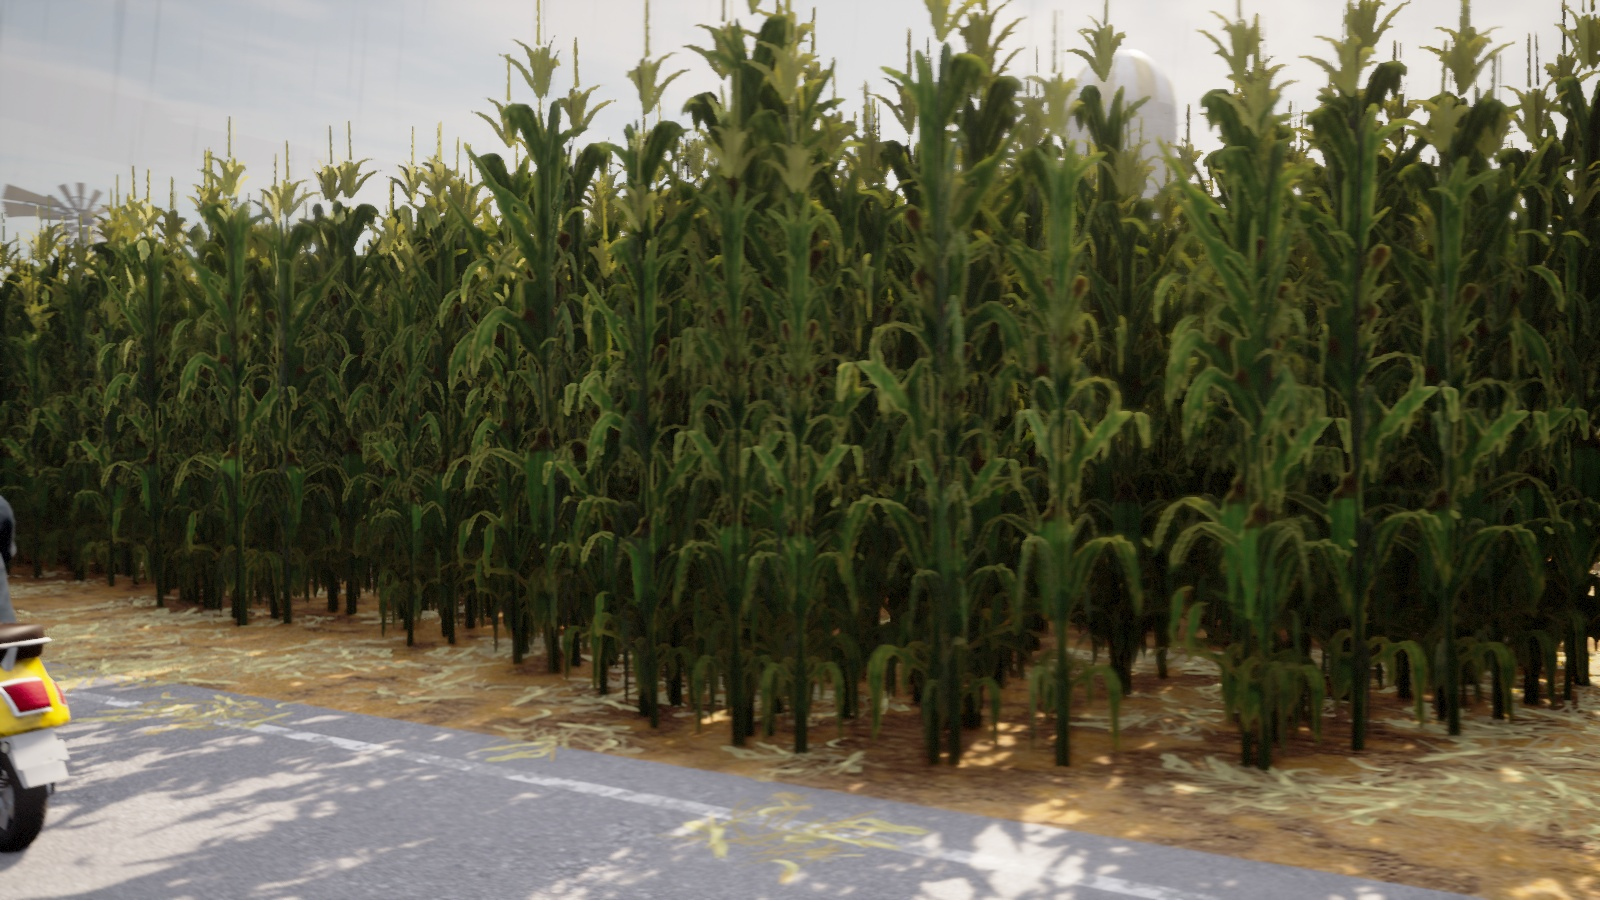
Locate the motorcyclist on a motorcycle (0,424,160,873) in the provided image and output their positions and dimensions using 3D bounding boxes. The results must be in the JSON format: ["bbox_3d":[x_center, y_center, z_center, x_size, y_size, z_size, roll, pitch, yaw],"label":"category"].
[{"bbox_3d":[-3.528,0.691,5.042,1.817,1.590,0.866,1,1,31],"label":"motorcyclist on a motorcycle"}]
